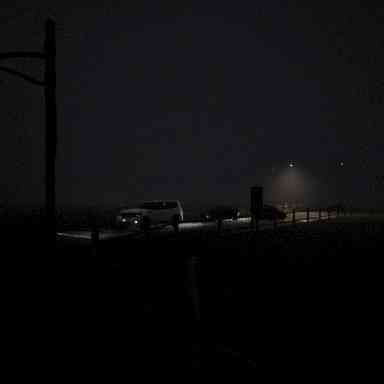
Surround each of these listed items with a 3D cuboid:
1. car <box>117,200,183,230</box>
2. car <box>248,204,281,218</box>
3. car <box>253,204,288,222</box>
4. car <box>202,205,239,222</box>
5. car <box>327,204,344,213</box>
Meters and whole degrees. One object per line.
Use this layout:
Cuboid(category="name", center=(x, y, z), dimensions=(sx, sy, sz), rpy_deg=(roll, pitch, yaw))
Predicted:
Cuboid(category="car", center=(-2.937, 1.608, 24.595), dimensions=(2.150, 2.045, 5.566), rpy_deg=(0, -1, 36))
Cuboid(category="car", center=(8.910, 2.266, 40.762), dimensions=(2.128, 1.511, 4.902), rpy_deg=(0, -1, 36))
Cuboid(category="car", center=(7.756, 2.171, 32.938), dimensions=(2.033, 1.411, 5.357), rpy_deg=(0, -1, 36))
Cuboid(category="car", center=(2.878, 2.067, 32.533), dimensions=(2.128, 1.511, 4.902), rpy_deg=(0, -1, 36))
Cuboid(category="car", center=(23.329, 2.671, 54.208), dimensions=(1.812, 1.442, 4.674), rpy_deg=(0, -1, 37))
